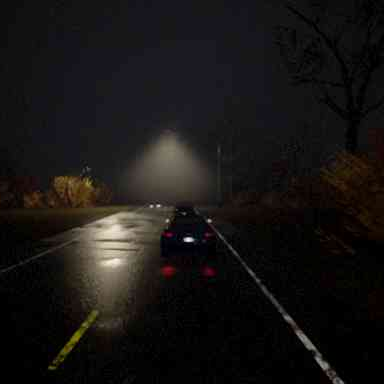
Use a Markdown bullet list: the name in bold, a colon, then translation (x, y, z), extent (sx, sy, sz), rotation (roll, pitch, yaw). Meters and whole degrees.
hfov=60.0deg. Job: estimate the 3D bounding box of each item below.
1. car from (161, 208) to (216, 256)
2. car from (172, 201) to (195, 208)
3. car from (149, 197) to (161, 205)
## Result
- **car**: translation (-0.151, 1.563, 13.090), extent (1.994, 1.385, 4.181), rotation (0, 0, -1)
- **car**: translation (-0.722, 1.530, 28.854), extent (1.812, 1.442, 4.674), rotation (0, 0, -2)
- **car**: translation (-6.409, 1.585, 57.964), extent (2.033, 1.411, 5.357), rotation (0, 0, -5)
